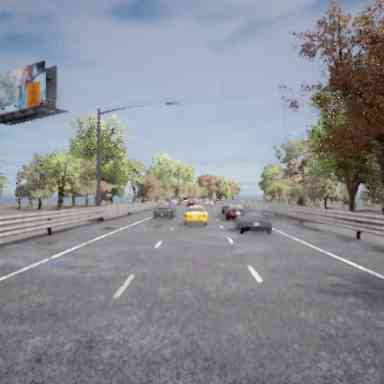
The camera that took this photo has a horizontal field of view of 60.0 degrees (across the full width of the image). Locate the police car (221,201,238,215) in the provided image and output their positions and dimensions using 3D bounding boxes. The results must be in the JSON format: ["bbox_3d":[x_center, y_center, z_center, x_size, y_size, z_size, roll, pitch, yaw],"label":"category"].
[{"bbox_3d":[4.774,2.018,43.197,1.930,1.638,5.238,0,-1,3],"label":"police car"}]

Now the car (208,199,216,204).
[{"bbox_3d":[5.476,2.689,92.276,1.994,1.385,4.181,0,-1,7],"label":"car"}]

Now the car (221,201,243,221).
[{"bbox_3d":[4.223,1.941,32.254,2.163,1.488,4.792,0,-1,2],"label":"car"}]

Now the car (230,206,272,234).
[{"bbox_3d":[3.828,1.850,21.353,1.994,1.385,4.181,0,-1,2],"label":"car"}]

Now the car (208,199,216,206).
[{"bbox_3d":[4.224,2.725,79.759,1.895,1.301,4.718,0,-1,6],"label":"car"}]

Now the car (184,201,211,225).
[{"bbox_3d":[0.395,1.824,27.420,1.801,1.575,5.366,0,-1,3],"label":"car"}]

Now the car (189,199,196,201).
[{"bbox_3d":[0.202,2.405,74.682,2.097,1.767,4.553,0,-1,6],"label":"car"}]

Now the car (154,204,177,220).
[{"bbox_3d":[-2.638,1.925,33.319,2.128,1.511,4.902,1,-1,3],"label":"car"}]
